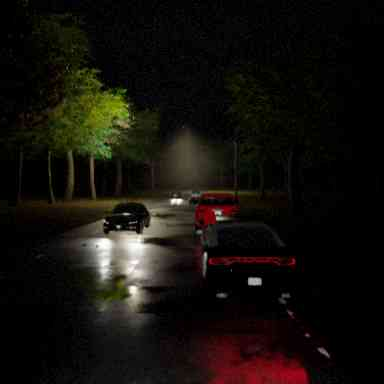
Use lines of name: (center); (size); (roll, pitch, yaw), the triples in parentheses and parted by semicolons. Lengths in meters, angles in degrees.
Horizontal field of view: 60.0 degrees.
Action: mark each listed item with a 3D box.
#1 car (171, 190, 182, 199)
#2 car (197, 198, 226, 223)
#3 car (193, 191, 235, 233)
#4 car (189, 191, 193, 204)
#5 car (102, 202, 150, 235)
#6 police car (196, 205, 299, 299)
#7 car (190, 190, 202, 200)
car: (-2.870, 0.420, 60.997); (2.128, 1.511, 4.902); (0, 2, 1)
car: (1.322, 1.254, 24.379); (1.837, 1.490, 4.892); (0, 1, 1)
car: (1.256, 1.057, 18.405); (2.150, 2.045, 5.566); (0, 1, 1)
car: (0.549, 0.914, 46.154); (2.033, 1.411, 5.357); (0, 1, 1)
car: (-3.398, 1.345, 17.939); (1.837, 1.490, 4.892); (0, 1, 1)
police car: (1.145, 1.365, 8.491); (1.930, 1.638, 5.238); (0, 0, 1)
car: (0.670, 0.514, 59.864); (2.033, 1.411, 5.357); (0, 2, 1)
